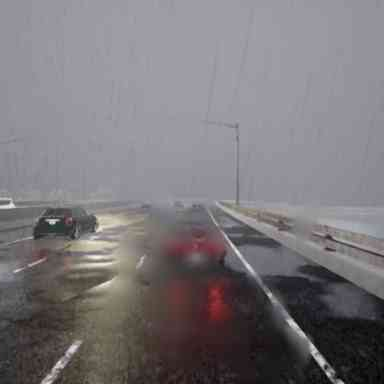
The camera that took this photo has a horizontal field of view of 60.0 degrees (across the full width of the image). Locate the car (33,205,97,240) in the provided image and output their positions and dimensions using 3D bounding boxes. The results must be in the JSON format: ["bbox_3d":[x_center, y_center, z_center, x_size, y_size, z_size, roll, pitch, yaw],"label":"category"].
[{"bbox_3d":[-6.793,1.554,18.365,2.097,1.767,4.553,0,-1,1],"label":"car"}]

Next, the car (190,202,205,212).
[{"bbox_3d":[0.740,2.100,46.389,1.994,1.385,4.181,0,-1,2],"label":"car"}]

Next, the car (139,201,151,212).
[{"bbox_3d":[-6.241,2.037,47.216,2.128,1.511,4.902,0,-1,2],"label":"car"}]

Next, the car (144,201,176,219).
[{"bbox_3d":[-3.080,1.921,32.914,2.033,1.411,5.357,0,-1,1],"label":"car"}]

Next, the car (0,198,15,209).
[{"bbox_3d":[-17.341,1.536,28.303,2.150,2.045,5.566,0,-1,1],"label":"car"}]

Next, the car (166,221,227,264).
[{"bbox_3d":[0.152,1.737,12.353,1.895,1.301,4.718,0,-1,0],"label":"car"}]

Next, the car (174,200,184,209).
[{"bbox_3d":[-2.402,2.211,58.062,1.812,1.442,4.674,0,-1,2],"label":"car"}]
